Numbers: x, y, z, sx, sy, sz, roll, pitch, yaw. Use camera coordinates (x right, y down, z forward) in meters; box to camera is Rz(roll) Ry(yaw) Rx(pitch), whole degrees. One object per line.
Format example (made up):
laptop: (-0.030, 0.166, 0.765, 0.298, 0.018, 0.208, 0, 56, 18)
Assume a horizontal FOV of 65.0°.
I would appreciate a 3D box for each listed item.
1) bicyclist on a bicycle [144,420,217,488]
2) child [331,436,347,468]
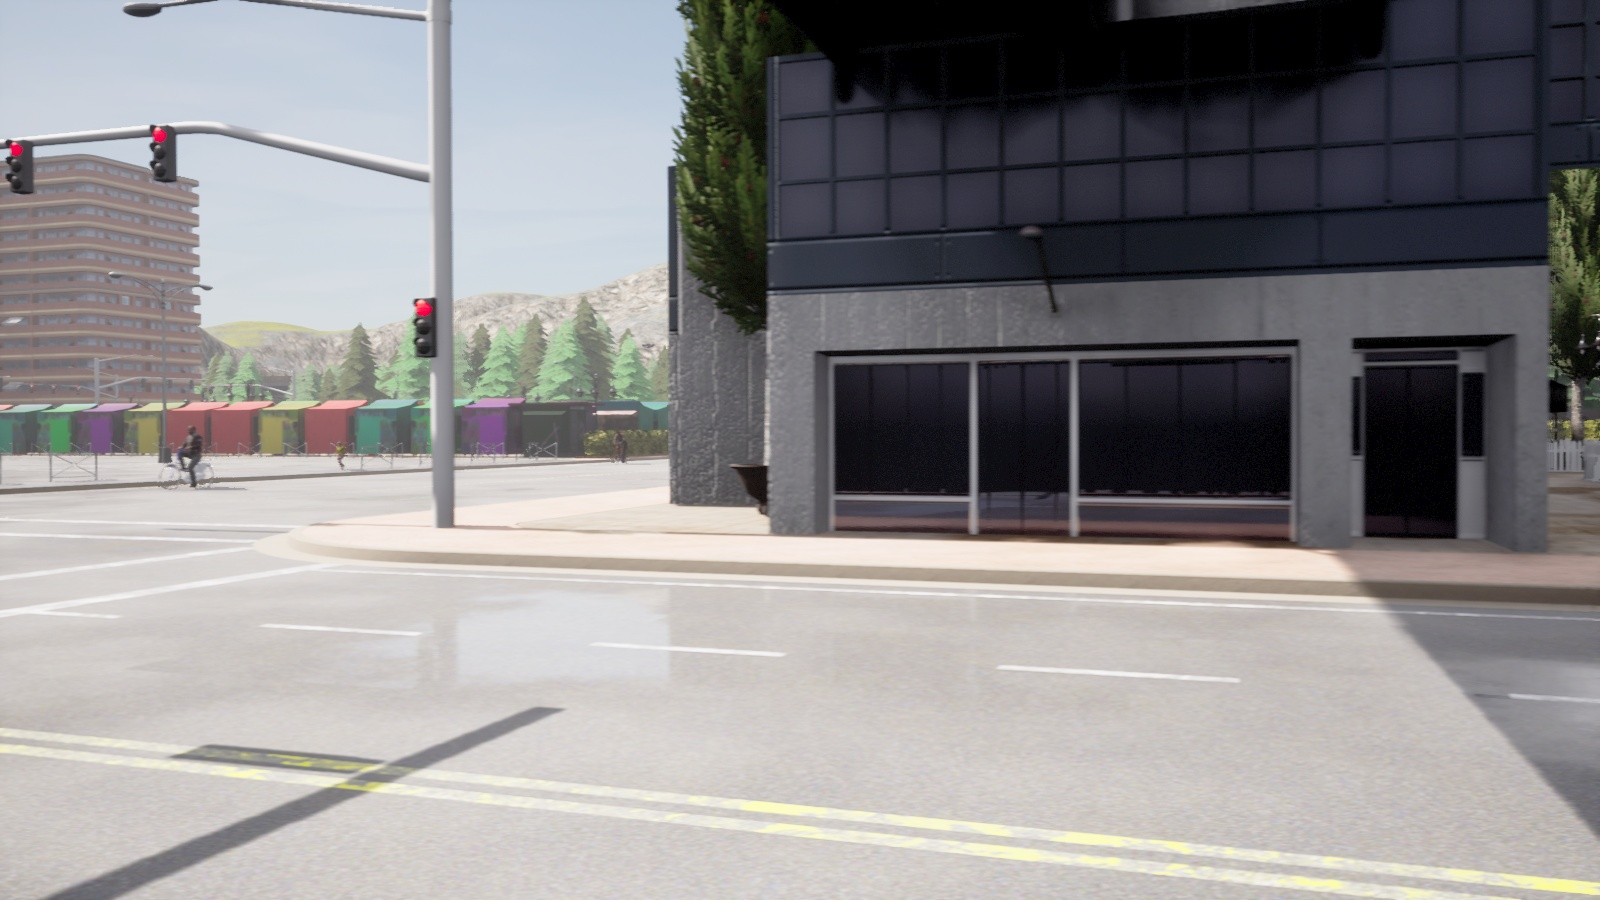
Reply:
bicyclist on a bicycle: (-16.751, 0.087, 34.014, 0.659, 1.776, 1.843, 1, 1, 20)
child: (-16.775, 0.067, 45.699, 0.299, 1.160, 0.473, 1, 1, 20)
